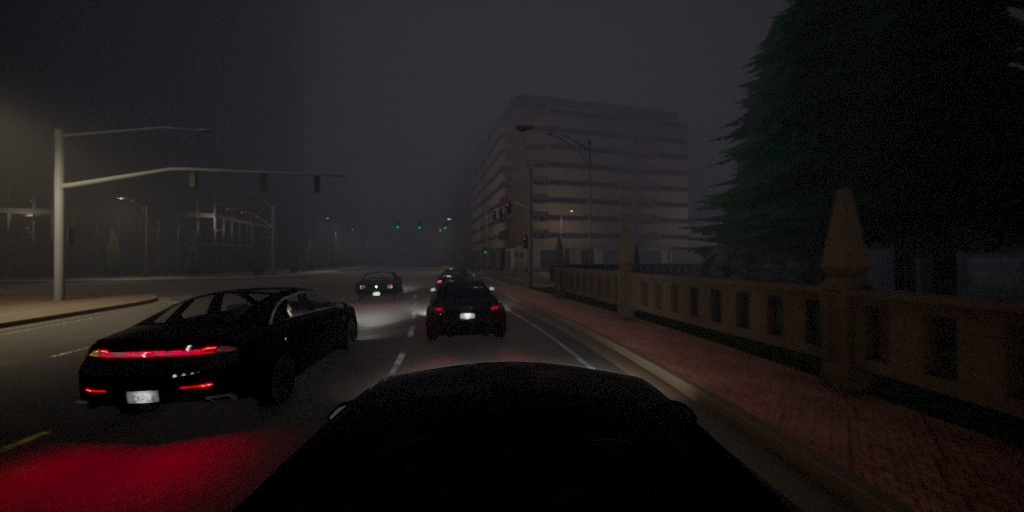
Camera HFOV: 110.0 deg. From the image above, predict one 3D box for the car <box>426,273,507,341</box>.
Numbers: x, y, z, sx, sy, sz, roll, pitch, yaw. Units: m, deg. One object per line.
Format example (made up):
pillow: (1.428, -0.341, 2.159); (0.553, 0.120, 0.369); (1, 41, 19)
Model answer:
car: (-1.376, 1.369, 10.256); (1.994, 1.385, 4.181); (0, 0, -10)

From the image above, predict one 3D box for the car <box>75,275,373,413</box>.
car: (-4.185, 1.279, 6.172); (2.128, 1.511, 4.902); (0, 0, -7)

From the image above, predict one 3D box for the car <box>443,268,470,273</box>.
car: (-3.321, 1.442, 21.741); (2.033, 1.411, 5.357); (-1, -1, -2)

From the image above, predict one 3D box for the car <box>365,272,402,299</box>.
car: (-6.785, 1.471, 18.737); (1.895, 1.301, 4.718); (0, 0, -14)
